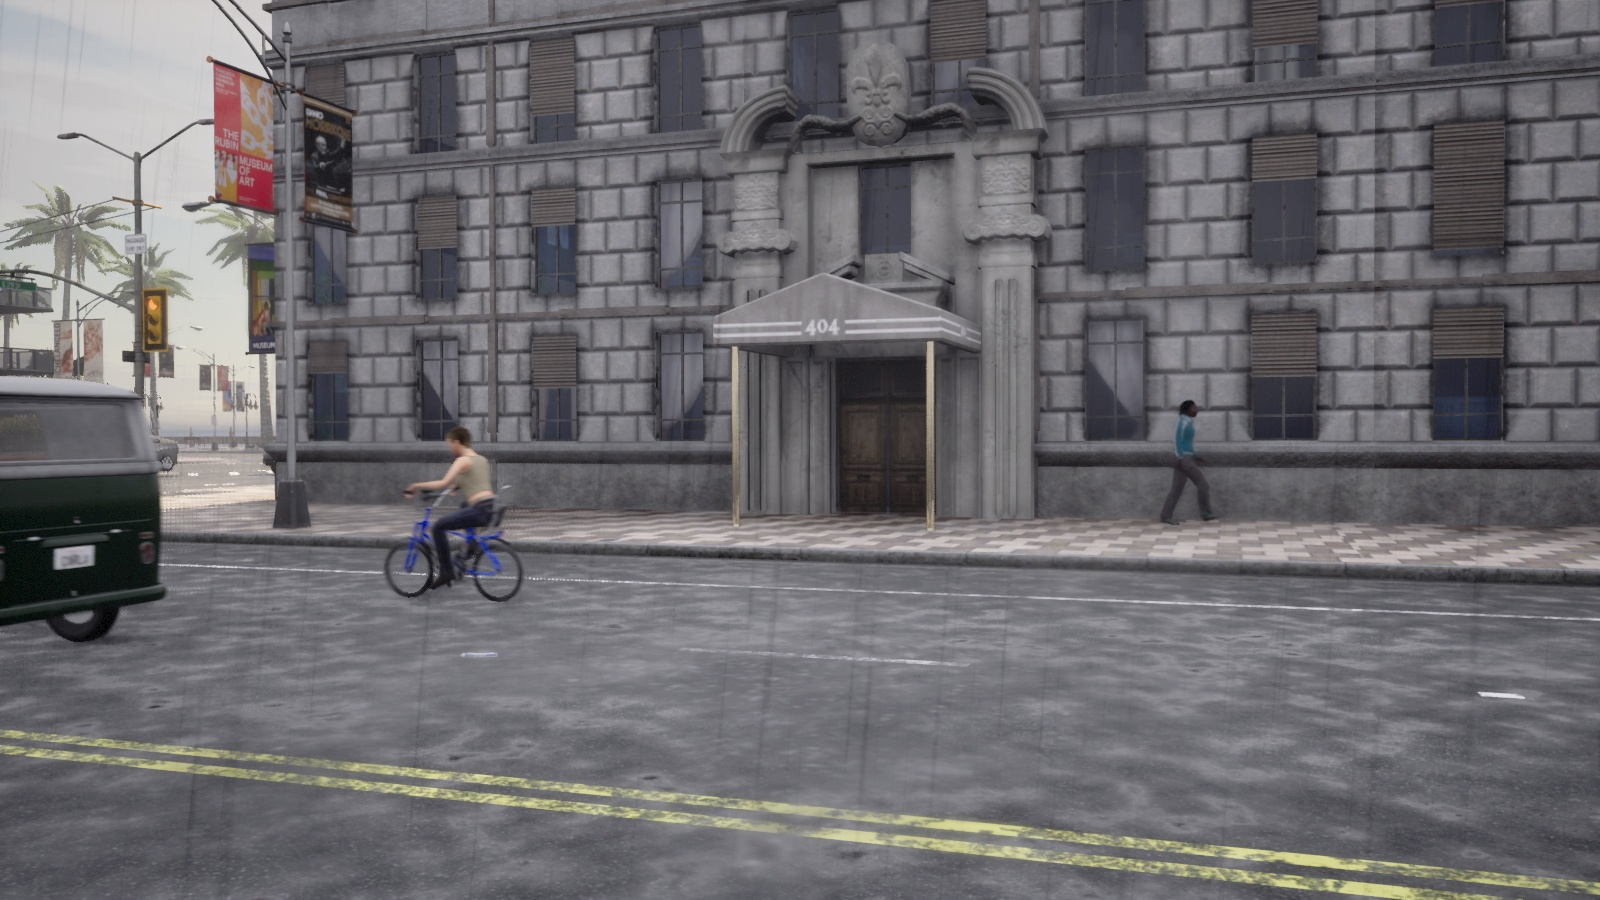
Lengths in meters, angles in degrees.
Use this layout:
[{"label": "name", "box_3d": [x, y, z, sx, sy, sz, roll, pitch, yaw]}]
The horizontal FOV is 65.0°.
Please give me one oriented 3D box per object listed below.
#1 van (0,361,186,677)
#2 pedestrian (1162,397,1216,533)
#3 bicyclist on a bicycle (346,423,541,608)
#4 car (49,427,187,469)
[{"label": "van", "box_3d": [-6.947, 0.406, 9.178, 4.442, 1.987, 1.775, 1, 1, 18]}, {"label": "pedestrian", "box_3d": [5.613, 0.214, 18.118, 0.692, 1.930, 0.396, 1, 1, 21]}, {"label": "bicyclist on a bicycle", "box_3d": [-3.297, 0.564, 11.656, 1.509, 1.612, 0.866, 1, 1, 19]}, {"label": "car", "box_3d": [-26.233, -0.102, 48.491, 2.007, 1.525, 4.514, 1, 1, 19]}]
